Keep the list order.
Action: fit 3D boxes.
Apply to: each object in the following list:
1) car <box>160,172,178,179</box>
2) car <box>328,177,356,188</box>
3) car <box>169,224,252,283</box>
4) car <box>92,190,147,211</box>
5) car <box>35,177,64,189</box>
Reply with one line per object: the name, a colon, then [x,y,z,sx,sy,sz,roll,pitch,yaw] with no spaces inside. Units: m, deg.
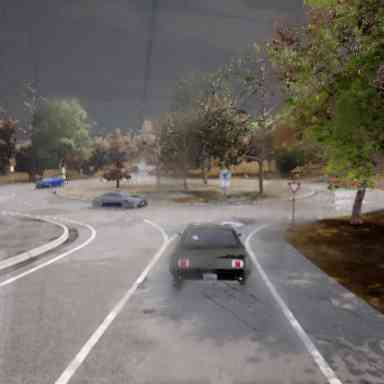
car: [-5.189,-3.472,69.083,4.718,1.301,1.895,4,7,40]
car: [20.396,-1.522,45.184,2.097,1.767,4.553,-1,5,-3]
car: [0.513,1.590,9.701,1.895,1.301,4.718,0,1,3]
car: [-5.573,0.593,25.579,4.181,1.385,1.994,2,6,19]
car: [-18.720,-1.246,43.811,1.882,1.535,5.008,0,5,4]
